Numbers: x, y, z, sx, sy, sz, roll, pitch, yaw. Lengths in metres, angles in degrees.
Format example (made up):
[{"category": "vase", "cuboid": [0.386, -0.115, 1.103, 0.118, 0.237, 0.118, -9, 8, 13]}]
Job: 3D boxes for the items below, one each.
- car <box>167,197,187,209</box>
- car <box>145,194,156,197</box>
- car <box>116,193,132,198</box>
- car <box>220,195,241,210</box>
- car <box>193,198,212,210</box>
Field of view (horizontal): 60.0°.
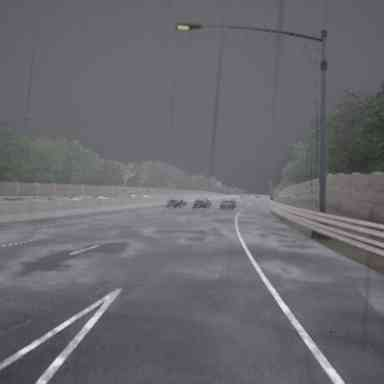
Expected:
[{"category": "car", "cuboid": [-1.995, 1.485, 45.249, 1.837, 1.490, 4.892, 1, 0, 13]}, {"category": "car", "cuboid": [-10.795, 1.364, 85.122, 1.882, 1.535, 5.008, 1, 0, 13]}, {"category": "car", "cuboid": [-14.330, 1.204, 69.719, 2.097, 1.767, 4.553, 1, 0, 13]}, {"category": "car", "cuboid": [4.827, 1.542, 43.686, 2.128, 1.511, 4.902, 1, 0, 13]}, {"category": "car", "cuboid": [1.415, 1.521, 44.466, 1.837, 1.490, 4.892, 1, 0, 13]}]
